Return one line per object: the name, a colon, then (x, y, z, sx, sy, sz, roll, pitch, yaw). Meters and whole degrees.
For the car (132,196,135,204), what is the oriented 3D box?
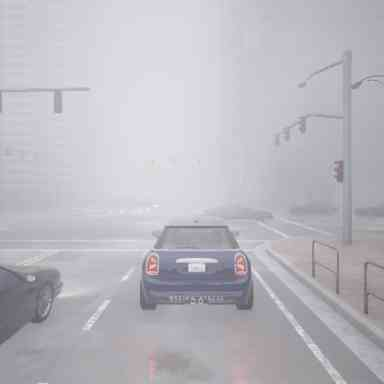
car: (-10.485, 1.505, 58.067, 1.837, 1.490, 4.892, 0, 0, 0)

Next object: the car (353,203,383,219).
car: (16.500, 1.601, 28.615, 4.718, 1.301, 1.895, 0, 0, 1)

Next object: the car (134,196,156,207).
car: (-7.017, 1.564, 50.385, 1.994, 1.385, 4.181, 0, 0, 0)

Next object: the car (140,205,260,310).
car: (0.092, 1.352, 7.980, 2.097, 1.767, 4.553, 0, 0, 0)

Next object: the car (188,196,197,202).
car: (0.117, 1.553, 72.611, 1.994, 1.385, 4.181, 0, 0, 0)

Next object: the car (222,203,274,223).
car: (3.359, 1.547, 25.022, 5.357, 1.411, 2.033, 0, 0, 0)

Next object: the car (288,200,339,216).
car: (11.705, 1.526, 32.157, 4.674, 1.442, 1.812, 0, 0, 1)

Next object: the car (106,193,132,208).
car: (-10.522, 1.352, 48.122, 2.097, 1.767, 4.553, 0, 0, 0)

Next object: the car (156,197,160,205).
car: (-6.976, 1.601, 60.345, 1.895, 1.301, 4.718, 0, 0, 0)

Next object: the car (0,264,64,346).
car: (-3.414, 1.547, 4.121, 2.033, 1.411, 5.357, 0, 0, -1)

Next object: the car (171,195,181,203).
car: (-3.359, 1.478, 71.255, 1.882, 1.535, 5.008, 0, 0, 0)
